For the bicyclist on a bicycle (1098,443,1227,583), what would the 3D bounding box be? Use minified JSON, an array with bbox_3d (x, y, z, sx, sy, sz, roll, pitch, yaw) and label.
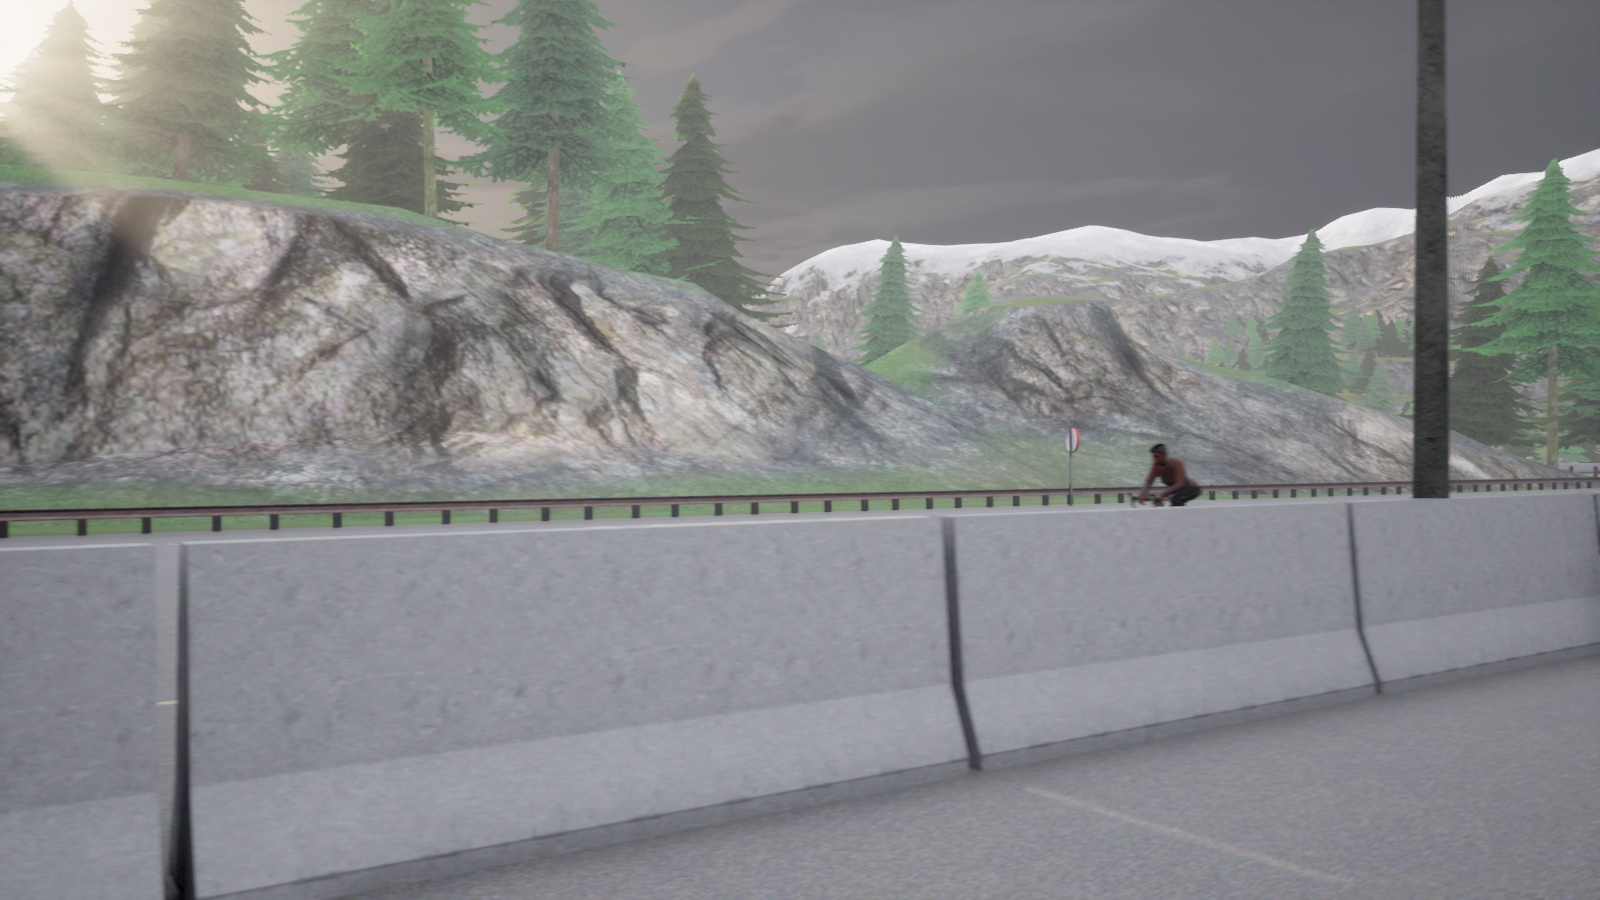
[{"bbox_3d":[4.412,0.726,15.259,1.656,1.620,0.582,0,0,-35],"label":"bicyclist on a bicycle"}]
